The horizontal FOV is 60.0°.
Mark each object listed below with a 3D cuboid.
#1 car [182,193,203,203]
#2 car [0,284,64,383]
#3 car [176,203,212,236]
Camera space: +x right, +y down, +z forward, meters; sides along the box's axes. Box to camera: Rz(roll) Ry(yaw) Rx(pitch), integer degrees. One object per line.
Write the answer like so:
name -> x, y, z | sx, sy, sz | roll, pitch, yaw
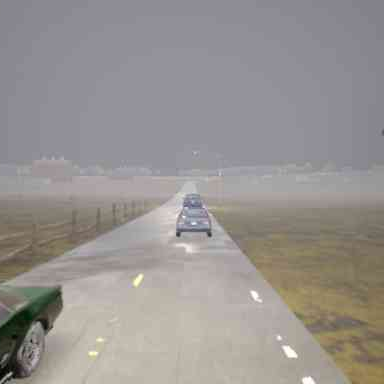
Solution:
car -> 0.089, 1.182, 38.211 | 2.150, 2.045, 5.566 | 0, 0, 0
car -> -2.849, 1.600, 2.749 | 1.895, 1.301, 4.718 | 0, 0, 0
car -> 0.099, 1.536, 18.331 | 2.033, 1.411, 5.357 | 0, 0, 0
